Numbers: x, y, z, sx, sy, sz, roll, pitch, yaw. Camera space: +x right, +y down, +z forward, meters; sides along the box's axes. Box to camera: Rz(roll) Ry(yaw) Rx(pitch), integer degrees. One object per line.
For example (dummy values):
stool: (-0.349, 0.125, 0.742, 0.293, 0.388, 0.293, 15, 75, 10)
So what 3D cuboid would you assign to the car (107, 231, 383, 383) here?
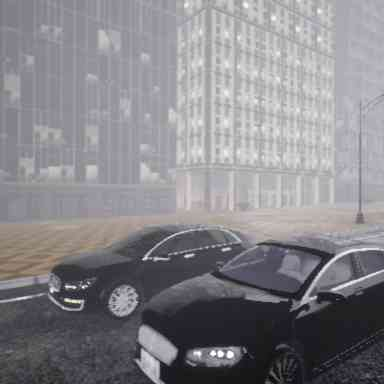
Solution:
car: (1.564, 1.452, 4.800, 4.902, 1.511, 2.128, -1, 0, -35)

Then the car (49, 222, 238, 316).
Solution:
car: (-0.508, 1.467, 7.314, 4.892, 1.490, 1.837, -1, 0, -35)
